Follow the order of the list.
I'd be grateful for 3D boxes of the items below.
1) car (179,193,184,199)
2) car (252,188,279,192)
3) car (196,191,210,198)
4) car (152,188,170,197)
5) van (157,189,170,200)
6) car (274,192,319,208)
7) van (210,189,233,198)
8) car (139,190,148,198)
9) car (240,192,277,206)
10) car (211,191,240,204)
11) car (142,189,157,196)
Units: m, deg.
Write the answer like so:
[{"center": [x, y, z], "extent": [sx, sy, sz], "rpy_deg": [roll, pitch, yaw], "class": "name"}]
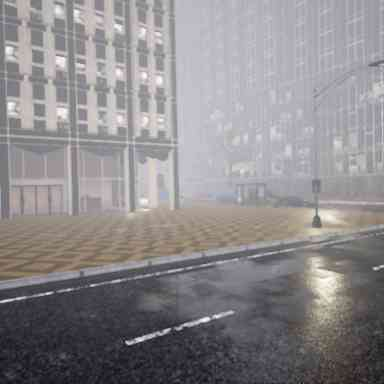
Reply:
[{"center": [-3.324, 0.668, 62.149], "extent": [1.994, 1.385, 4.181], "rpy_deg": [-2, 2, -34], "class": "car"}, {"center": [9.885, 0.546, 42.746], "extent": [2.150, 2.045, 5.566], "rpy_deg": [-2, 2, -34], "class": "car"}, {"center": [2.363, 0.535, 63.959], "extent": [1.802, 1.307, 4.206], "rpy_deg": [-1, 1, -34], "class": "car"}, {"center": [-7.291, 0.105, 78.011], "extent": [2.192, 1.841, 5.009], "rpy_deg": [-1, 1, -34], "class": "car"}, {"center": [-4.547, 0.540, 59.215], "extent": [1.690, 1.788, 3.998], "rpy_deg": [-1, 1, -34], "class": "van"}, {"center": [11.433, 1.031, 35.718], "extent": [1.947, 1.339, 4.313], "rpy_deg": [-1, 1, -34], "class": "car"}, {"center": [5.577, 0.348, 59.269], "extent": [1.690, 1.788, 3.998], "rpy_deg": [-1, 1, -34], "class": "van"}, {"center": [-10.979, 0.641, 68.590], "extent": [2.008, 1.369, 4.403], "rpy_deg": [-1, 1, -34], "class": "car"}, {"center": [8.230, 0.995, 40.416], "extent": [1.802, 1.307, 4.206], "rpy_deg": [-1, 1, -34], "class": "car"}, {"center": [5.061, 0.924, 45.134], "extent": [1.947, 1.339, 4.313], "rpy_deg": [-1, 1, -34], "class": "car"}, {"center": [-10.507, 0.175, 82.698], "extent": [1.967, 1.590, 4.097], "rpy_deg": [-1, 1, -34], "class": "car"}]
